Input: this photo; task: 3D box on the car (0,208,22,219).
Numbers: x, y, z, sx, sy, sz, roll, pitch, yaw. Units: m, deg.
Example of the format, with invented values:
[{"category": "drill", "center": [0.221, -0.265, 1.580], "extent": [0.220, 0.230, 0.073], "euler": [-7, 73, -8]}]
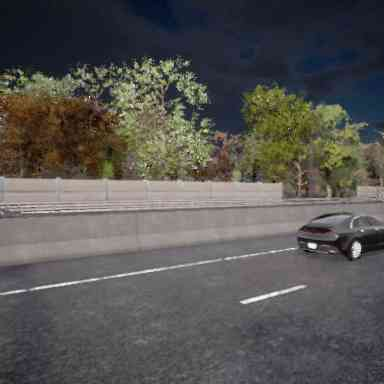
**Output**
[{"category": "car", "center": [-11.496, 1.506, 17.280], "extent": [4.892, 1.490, 1.837], "euler": [0, 0, -35]}]

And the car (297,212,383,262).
[{"category": "car", "center": [5.896, 1.503, 12.250], "extent": [4.892, 1.490, 1.837], "euler": [0, 0, -35]}]
